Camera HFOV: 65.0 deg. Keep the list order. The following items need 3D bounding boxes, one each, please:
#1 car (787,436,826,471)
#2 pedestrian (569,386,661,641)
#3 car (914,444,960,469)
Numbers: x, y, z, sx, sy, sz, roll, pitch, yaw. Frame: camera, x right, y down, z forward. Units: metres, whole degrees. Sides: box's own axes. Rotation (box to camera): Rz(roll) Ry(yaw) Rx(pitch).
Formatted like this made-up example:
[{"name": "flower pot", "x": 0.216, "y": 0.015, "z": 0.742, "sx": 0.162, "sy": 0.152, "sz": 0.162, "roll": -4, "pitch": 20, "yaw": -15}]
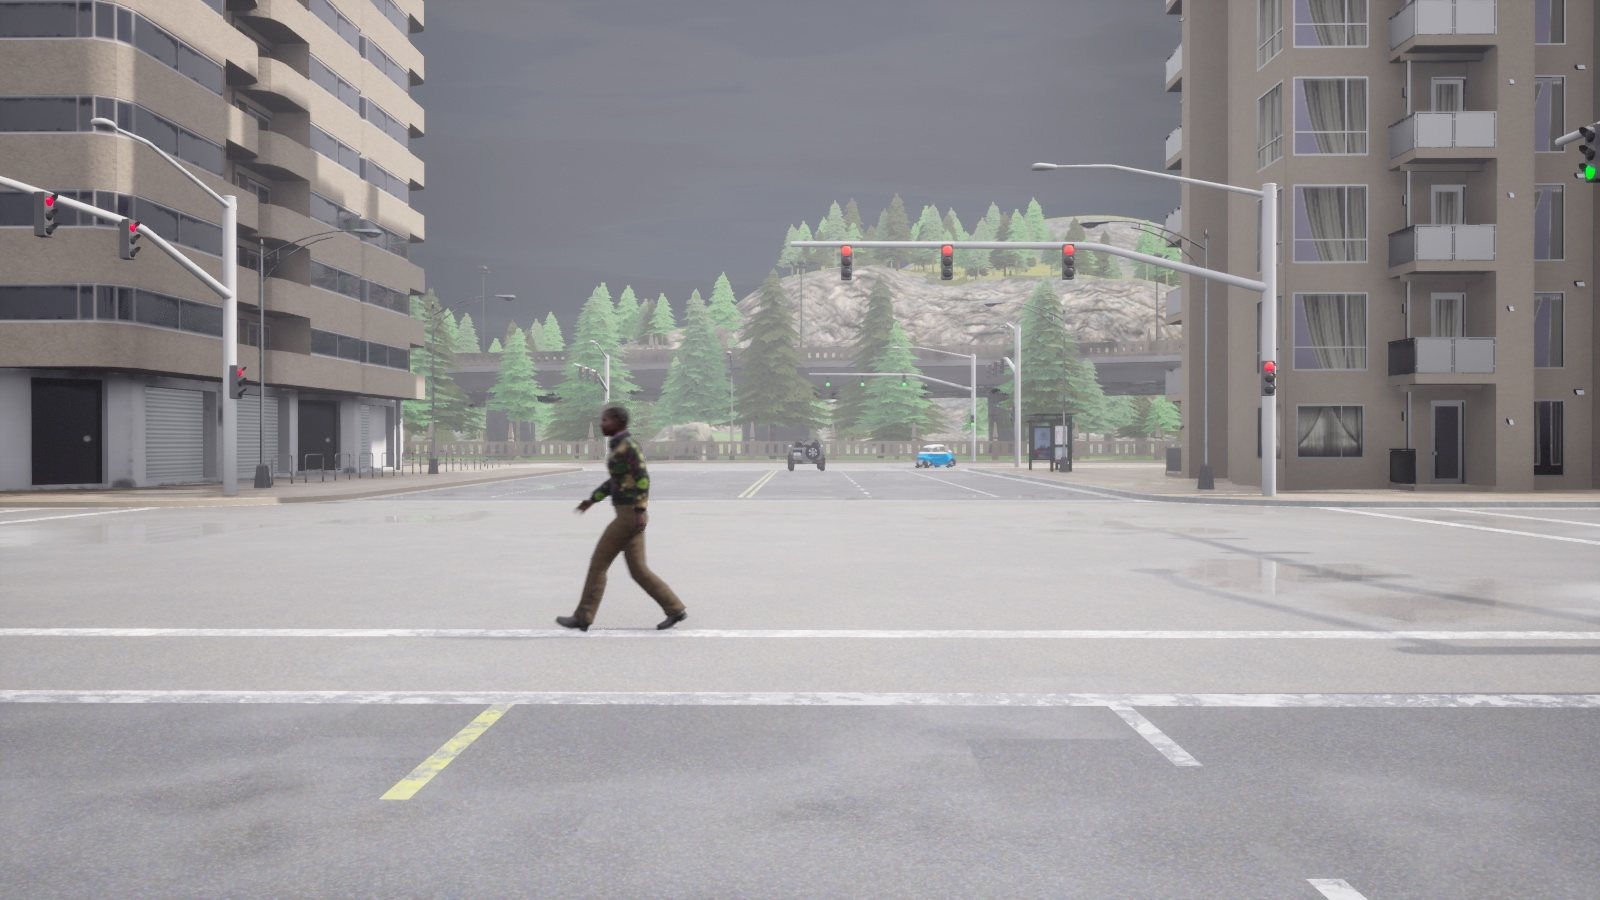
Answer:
[{"name": "car", "x": 0.302, "y": 0.178, "z": 67.992, "sx": 1.932, "sy": 1.855, "sz": 4.605, "roll": 0, "pitch": 0, "yaw": -2}, {"name": "pedestrian", "x": -1.429, "y": 0.479, "z": 9.740, "sx": 0.692, "sy": 1.930, "sz": 0.395, "roll": 0, "pitch": 0, "yaw": -7}, {"name": "car", "x": 7.959, "y": 0.376, "z": 73.162, "sx": 2.207, "sy": 1.376, "sz": 1.481, "roll": -1, "pitch": 0, "yaw": -32}]
